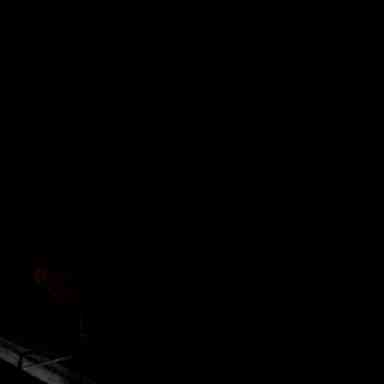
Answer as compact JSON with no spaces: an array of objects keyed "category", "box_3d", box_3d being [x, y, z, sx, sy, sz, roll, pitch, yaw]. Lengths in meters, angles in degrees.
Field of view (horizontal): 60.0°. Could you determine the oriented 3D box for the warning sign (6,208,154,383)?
[{"category":"warning sign","box_3d":[-1.297,1.150,3.992,1.060,1.860,1.300,-1,0,35]}]
